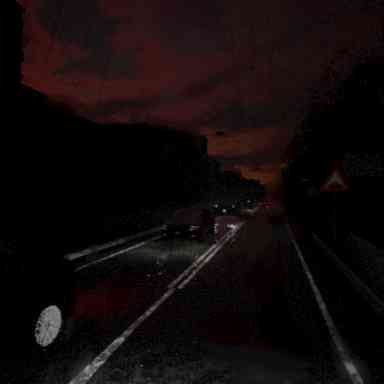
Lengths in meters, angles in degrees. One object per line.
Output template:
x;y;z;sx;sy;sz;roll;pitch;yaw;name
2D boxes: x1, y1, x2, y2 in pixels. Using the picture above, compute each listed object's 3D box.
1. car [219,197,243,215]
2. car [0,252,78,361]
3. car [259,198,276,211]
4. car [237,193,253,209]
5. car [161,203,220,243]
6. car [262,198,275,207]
3.272;1.439;30.318;1.895;1.301;4.718;1;-4;14;car
-3.324;1.460;3.624;1.882;1.535;5.008;1;0;16;car
9.590;1.538;42.140;1.837;1.490;4.892;1;0;14;car
7.259;1.224;46.300;2.150;2.045;5.566;1;0;14;car
-0.044;1.498;16.744;1.882;1.535;5.008;1;0;14;car
12.085;1.634;52.289;1.895;1.301;4.718;1;0;14;car
